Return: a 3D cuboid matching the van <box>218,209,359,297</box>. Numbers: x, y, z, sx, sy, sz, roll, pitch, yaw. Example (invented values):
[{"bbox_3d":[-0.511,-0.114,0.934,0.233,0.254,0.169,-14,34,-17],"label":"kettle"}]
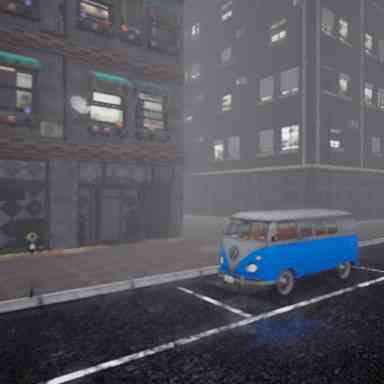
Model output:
[{"bbox_3d":[2.507,1.343,8.346,3.998,1.788,1.690,0,0,-36],"label":"van"}]
